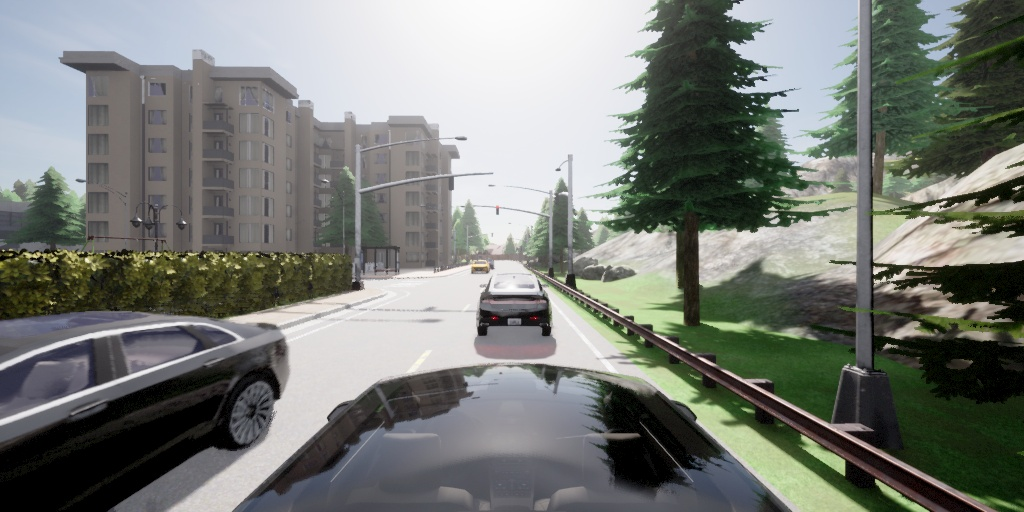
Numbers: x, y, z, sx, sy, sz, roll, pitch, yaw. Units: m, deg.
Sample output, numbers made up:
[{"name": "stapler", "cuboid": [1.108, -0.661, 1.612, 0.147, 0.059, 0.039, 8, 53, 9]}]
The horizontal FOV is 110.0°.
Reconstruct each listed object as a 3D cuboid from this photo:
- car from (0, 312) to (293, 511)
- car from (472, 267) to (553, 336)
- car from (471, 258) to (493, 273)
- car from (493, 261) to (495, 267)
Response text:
[{"name": "car", "cuboid": [-3.648, 1.241, 2.402, 2.128, 1.511, 4.902, 0, 0, 1]}, {"name": "car", "cuboid": [0.062, 1.242, 10.370, 2.128, 1.511, 4.902, 0, 0, 0]}, {"name": "car", "cuboid": [-3.679, 1.227, 42.361, 1.882, 1.535, 5.008, 0, 0, 0]}, {"name": "car", "cuboid": [-3.689, 1.101, 52.796, 2.097, 1.767, 4.553, 0, 0, 0]}]
